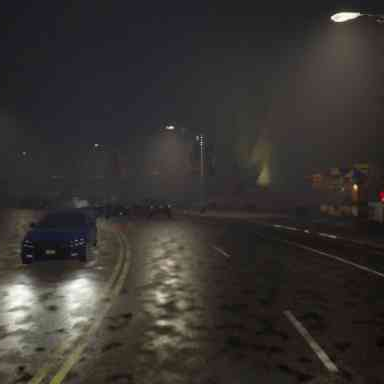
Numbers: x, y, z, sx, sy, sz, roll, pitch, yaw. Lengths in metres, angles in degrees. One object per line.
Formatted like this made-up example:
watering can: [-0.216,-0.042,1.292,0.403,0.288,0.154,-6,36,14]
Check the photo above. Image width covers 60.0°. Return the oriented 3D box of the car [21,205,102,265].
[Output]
car: [-4.484,1.432,11.884,1.882,1.535,5.008,0,0,-11]

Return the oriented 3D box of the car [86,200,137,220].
car: [-6.581,1.390,26.782,2.128,1.511,4.902,0,0,-32]

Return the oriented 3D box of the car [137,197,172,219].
car: [-3.583,1.244,28.526,2.097,1.767,4.553,0,0,-32]

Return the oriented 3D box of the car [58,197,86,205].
car: [-14.270,1.371,40.050,4.674,1.442,1.812,0,0,38]

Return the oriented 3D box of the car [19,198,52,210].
car: [-18.083,1.376,38.508,4.674,1.442,1.812,0,0,35]
